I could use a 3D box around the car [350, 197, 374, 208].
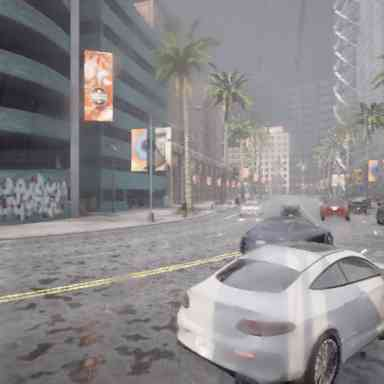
[{"bbox_3d":[24.907,1.485,48.994,2.231,1.521,4.892,0,0,16],"label":"car"}]

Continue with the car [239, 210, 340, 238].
[{"bbox_3d":[3.481,1.564,11.933,1.994,1.385,4.181,0,0,41],"label":"car"}]

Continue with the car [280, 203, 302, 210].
[{"bbox_3d":[8.983,1.655,30.210,1.895,1.301,4.718,0,0,16],"label":"car"}]

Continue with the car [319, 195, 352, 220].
[{"bbox_3d":[11.902,1.353,28.107,2.097,1.767,4.553,0,0,19],"label":"car"}]

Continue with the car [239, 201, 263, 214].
[{"bbox_3d":[5.629,1.568,31.210,1.812,1.442,4.674,0,0,16],"label":"car"}]

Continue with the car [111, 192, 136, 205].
[{"bbox_3d":[-10.708,1.012,51.466,2.435,2.045,5.566,0,0,16],"label":"car"}]

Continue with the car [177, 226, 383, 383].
[{"bbox_3d":[1.880,1.526,5.209,4.674,1.442,1.812,0,0,-41],"label":"car"}]

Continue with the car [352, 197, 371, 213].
[{"bbox_3d":[18.389,1.507,37.663,1.837,1.490,4.892,0,0,16],"label":"car"}]

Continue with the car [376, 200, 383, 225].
[{"bbox_3d":[12.995,1.224,20.727,2.150,2.045,5.566,0,0,22],"label":"car"}]
